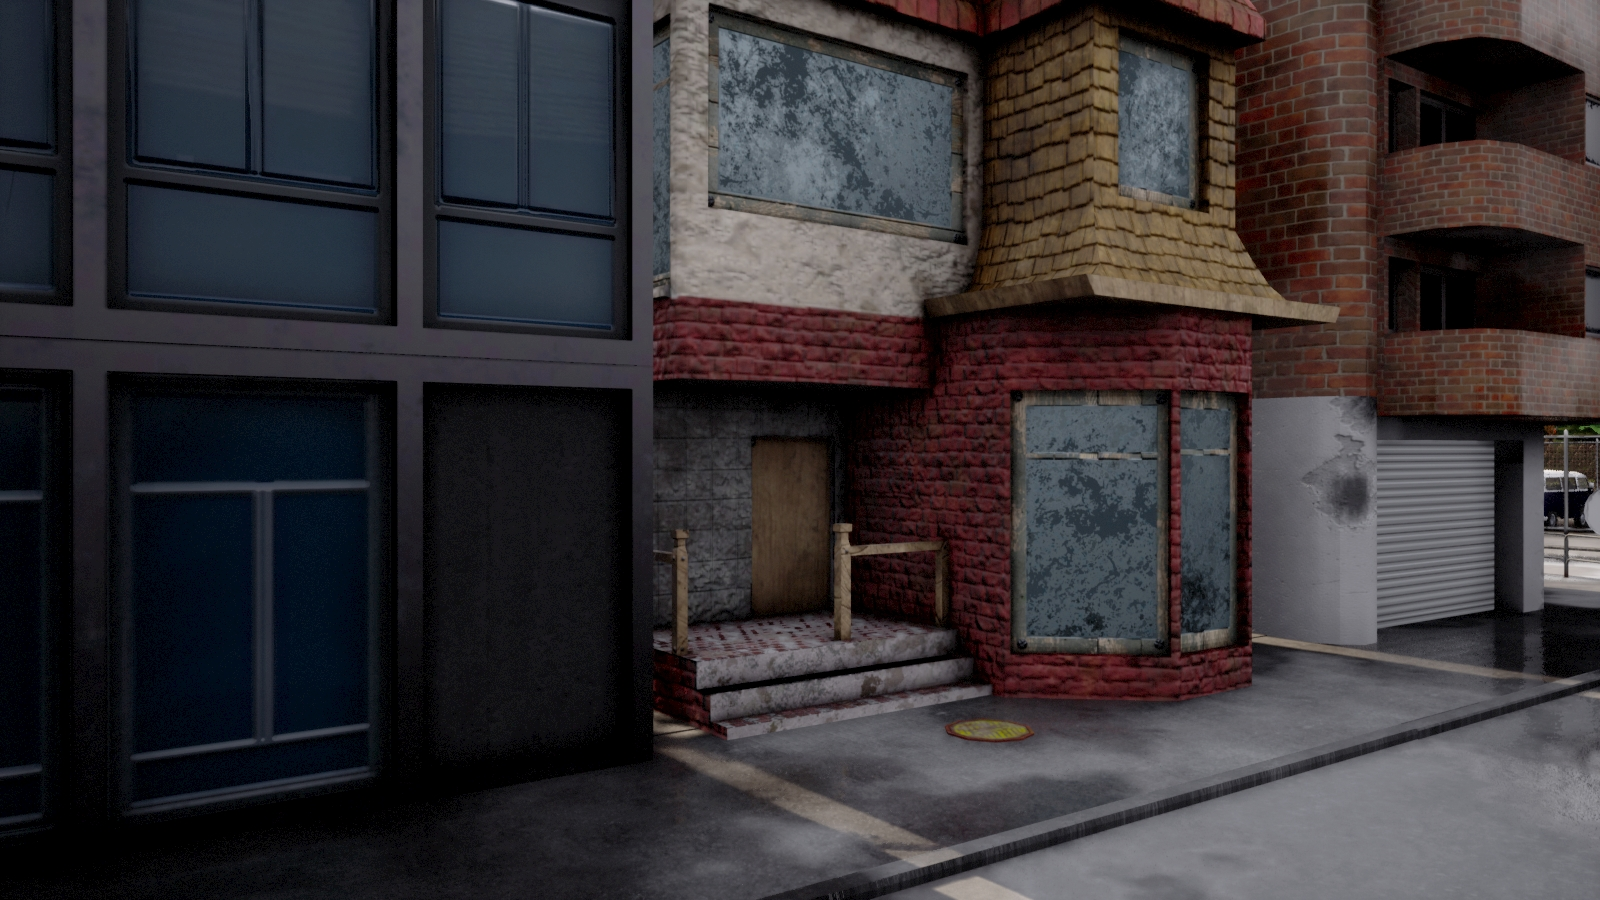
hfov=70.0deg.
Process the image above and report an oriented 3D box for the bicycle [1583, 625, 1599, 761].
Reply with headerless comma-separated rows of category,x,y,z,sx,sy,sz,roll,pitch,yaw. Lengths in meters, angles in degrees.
bicycle,7.409,2.031,9.644,1.487,1.080,0.859,0,0,-36
